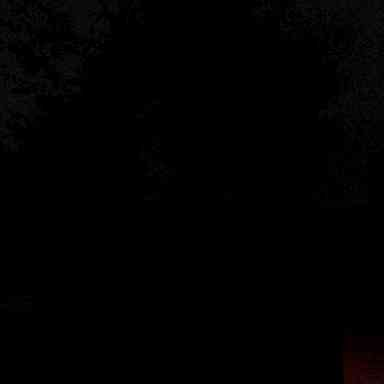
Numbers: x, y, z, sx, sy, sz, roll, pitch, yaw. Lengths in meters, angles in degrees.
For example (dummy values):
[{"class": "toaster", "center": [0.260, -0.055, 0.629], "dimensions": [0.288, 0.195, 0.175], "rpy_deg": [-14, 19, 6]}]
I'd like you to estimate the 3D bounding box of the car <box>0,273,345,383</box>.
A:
[{"class": "car", "center": [-0.932, 1.478, 2.393], "dimensions": [5.008, 1.535, 1.882], "rpy_deg": [0, 0, -35]}]
